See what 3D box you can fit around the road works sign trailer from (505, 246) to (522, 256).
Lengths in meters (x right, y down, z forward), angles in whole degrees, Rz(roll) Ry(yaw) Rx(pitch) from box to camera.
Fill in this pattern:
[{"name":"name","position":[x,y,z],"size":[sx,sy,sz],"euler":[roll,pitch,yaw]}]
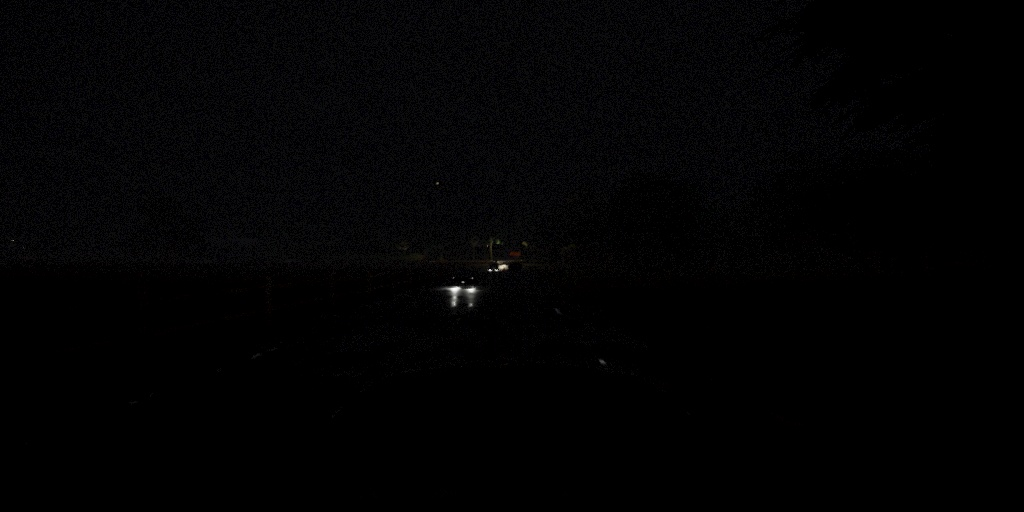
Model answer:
[{"name":"road works sign trailer","position":[0.533,-2.158,57.149],"size":[2.380,3.560,2.880],"euler":[0,0,-1]}]

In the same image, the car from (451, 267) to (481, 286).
[{"name":"car","position":[-3.592,1.561,28.974],"size":[2.033,1.411,5.357],"euler":[0,-1,0]}]

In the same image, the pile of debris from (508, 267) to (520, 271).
[{"name":"pile of debris","position":[0.000,2.466,61.581],"size":[1.860,0.140,1.500],"euler":[0,0,0]}]

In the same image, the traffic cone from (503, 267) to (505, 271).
[{"name":"traffic cone","position":[-1.485,2.255,61.575],"size":[0.340,0.580,0.340],"euler":[0,0,0]}]
